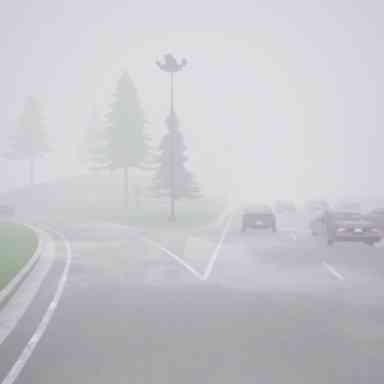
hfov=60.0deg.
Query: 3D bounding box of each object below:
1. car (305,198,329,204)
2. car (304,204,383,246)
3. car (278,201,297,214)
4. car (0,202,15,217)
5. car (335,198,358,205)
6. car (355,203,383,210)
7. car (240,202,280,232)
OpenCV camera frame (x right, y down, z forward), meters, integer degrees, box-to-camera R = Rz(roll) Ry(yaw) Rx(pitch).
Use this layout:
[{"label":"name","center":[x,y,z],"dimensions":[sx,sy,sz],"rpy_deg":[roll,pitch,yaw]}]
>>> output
[{"label":"car","center":[13.439,1.421,35.995],"dimensions":[2.128,1.511,4.902],"rpy_deg":[0,0,9]},{"label":"car","center":[6.727,1.511,15.182],"dimensions":[2.033,1.411,5.357],"rpy_deg":[0,0,9]},{"label":"car","center":[9.760,1.554,35.084],"dimensions":[1.895,1.301,4.718],"rpy_deg":[0,0,9]},{"label":"car","center":[-19.235,1.615,31.853],"dimensions":[5.008,1.535,1.882],"rpy_deg":[0,-1,23]},{"label":"car","center":[17.054,1.433,36.581],"dimensions":[1.812,1.442,4.674],"rpy_deg":[0,0,9]},{"label":"car","center":[10.693,1.503,17.979],"dimensions":[1.994,1.385,4.181],"rpy_deg":[0,0,9]},{"label":"car","center":[3.902,1.462,19.887],"dimensions":[1.882,1.535,5.008],"rpy_deg":[0,0,9]}]
